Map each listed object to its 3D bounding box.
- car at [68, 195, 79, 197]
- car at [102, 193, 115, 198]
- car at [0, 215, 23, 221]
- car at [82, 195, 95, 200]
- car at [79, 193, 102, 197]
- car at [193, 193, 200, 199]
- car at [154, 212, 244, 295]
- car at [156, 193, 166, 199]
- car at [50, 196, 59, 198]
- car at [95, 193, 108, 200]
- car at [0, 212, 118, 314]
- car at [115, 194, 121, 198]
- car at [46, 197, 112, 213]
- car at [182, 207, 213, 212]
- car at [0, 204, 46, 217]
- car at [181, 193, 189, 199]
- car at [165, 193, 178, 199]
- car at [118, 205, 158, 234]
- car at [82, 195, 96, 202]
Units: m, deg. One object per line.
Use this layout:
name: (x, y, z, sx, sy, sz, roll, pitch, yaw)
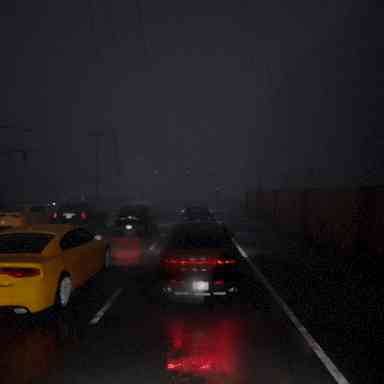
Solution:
car: (-23.690, 1.349, 66.160, 2.097, 1.767, 4.553, 0, 0, 1)
car: (-19.995, 1.162, 75.981, 2.150, 2.045, 5.566, 0, 0, 1)
car: (-6.801, 1.567, 9.108, 1.994, 1.385, 4.181, 0, 0, 0)
car: (-26.787, 1.436, 86.343, 1.895, 1.301, 4.718, 0, 1, 1)
car: (-20.191, 1.330, 66.100, 2.097, 1.767, 4.553, 0, 0, 1)
car: (1.395, 1.269, 95.036, 1.994, 1.385, 4.181, 0, 1, 1)
car: (0.190, 1.508, 8.674, 1.837, 1.490, 4.892, 0, 0, 1)
car: (-9.112, 1.197, 94.836, 1.882, 1.535, 5.008, 0, 1, 1)
car: (-27.190, 1.546, 66.192, 1.994, 1.385, 4.181, 0, 0, 1)
car: (-23.291, 1.198, 86.081, 2.097, 1.767, 4.553, 0, 1, 1)
car: (-3.322, 1.480, 7.762, 1.882, 1.535, 5.008, 0, 0, 1)
car: (-19.789, 1.196, 86.173, 2.097, 1.767, 4.553, 0, 1, 1)
car: (-6.672, 1.357, 20.217, 2.097, 1.767, 4.553, 0, 0, 1)
car: (0.331, 1.570, 20.287, 1.994, 1.385, 4.181, 0, 0, 1)
car: (-10.168, 1.483, 20.503, 1.882, 1.535, 5.008, 0, 0, 1)
car: (-2.105, 1.073, 95.074, 2.097, 1.767, 4.553, 0, 1, 1)
car: (-5.612, 1.244, 94.761, 2.128, 1.511, 4.902, 0, 1, 1)
car: (-3.181, 1.512, 19.355, 1.837, 1.490, 4.892, 0, 0, 1)
car: (-23.495, 1.490, 76.018, 1.994, 1.385, 4.181, 0, 0, 1)
